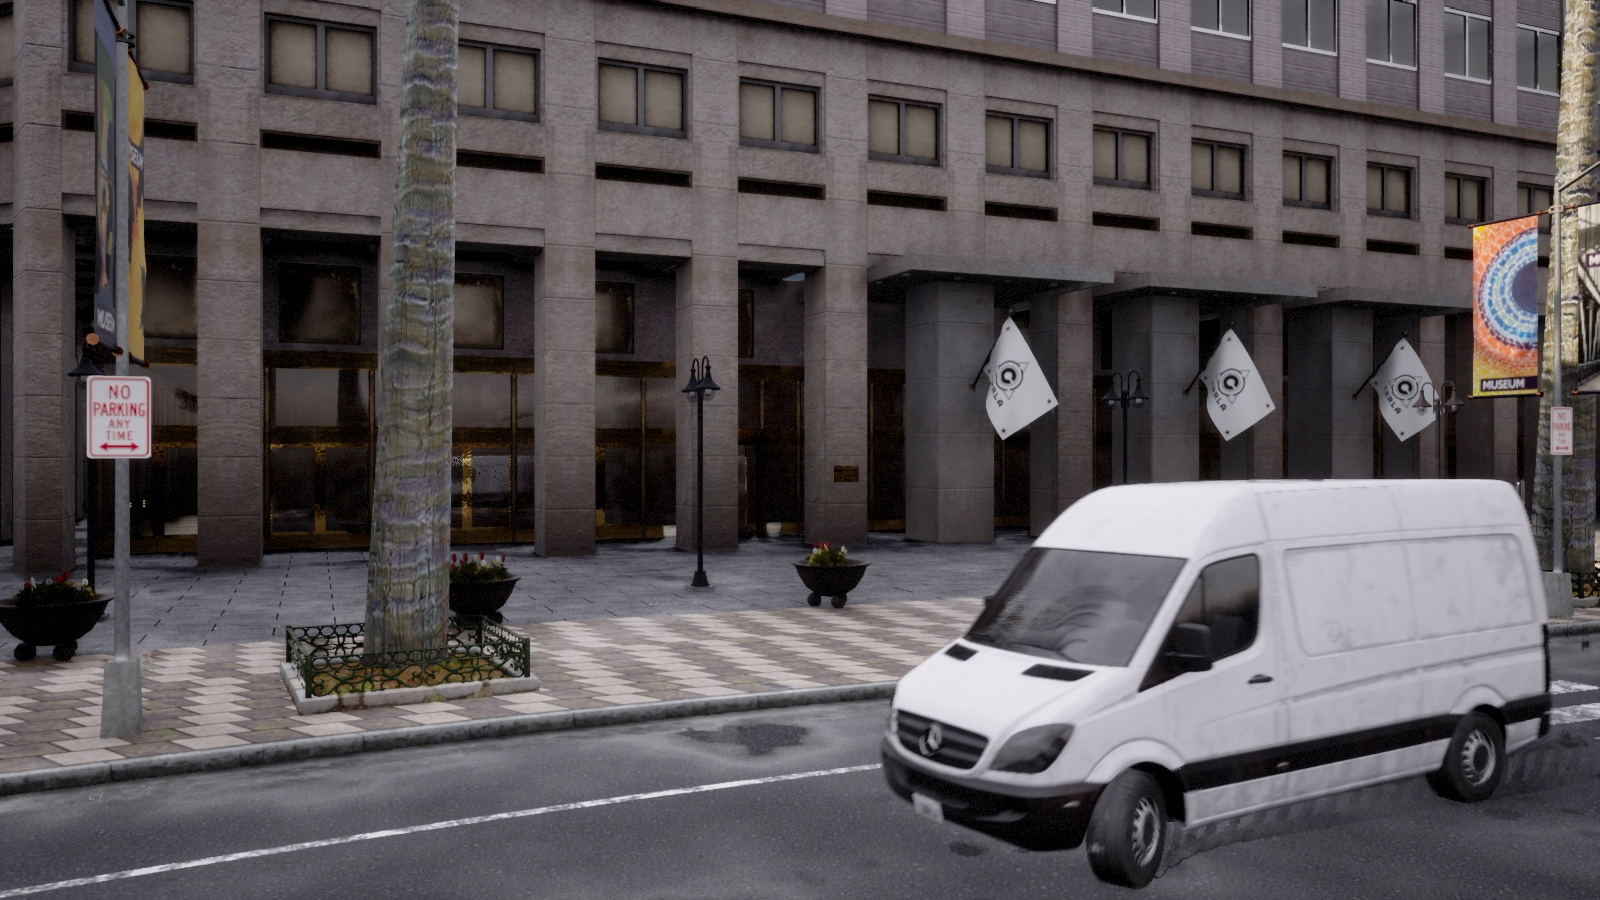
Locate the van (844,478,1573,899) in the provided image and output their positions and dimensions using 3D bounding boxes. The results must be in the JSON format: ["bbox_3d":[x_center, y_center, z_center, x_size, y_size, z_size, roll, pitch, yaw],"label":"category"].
[{"bbox_3d":[3.414,1.535,9.083,5.915,2.561,1.988,0,-1,-29],"label":"van"}]
